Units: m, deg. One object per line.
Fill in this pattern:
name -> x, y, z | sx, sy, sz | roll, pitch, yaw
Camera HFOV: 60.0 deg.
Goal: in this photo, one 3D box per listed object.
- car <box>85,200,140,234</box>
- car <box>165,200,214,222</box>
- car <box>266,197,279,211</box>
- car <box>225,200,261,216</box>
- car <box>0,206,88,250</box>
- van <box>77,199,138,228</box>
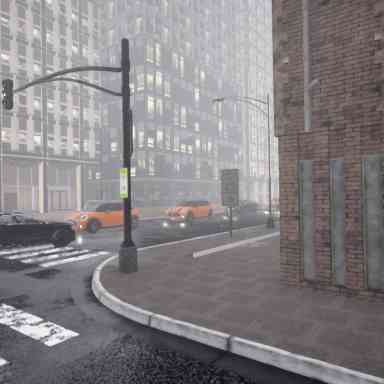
car -> -5.335, 1.416, 19.892 | 2.097, 1.767, 4.553 | -1, -1, 37
car -> -0.128, 1.432, 27.047 | 2.097, 1.767, 4.553 | -1, -1, 36
car -> 11.094, 1.471, 42.521 | 2.097, 1.767, 4.553 | -1, -1, 36
car -> 5.151, 1.590, 34.341 | 2.128, 1.511, 4.902 | -1, -1, 36
car -> -6.722, 1.485, 12.421 | 2.128, 1.511, 4.902 | -1, 0, 36
van -> -5.895, 1.460, 23.492 | 1.690, 1.788, 3.998 | -2, -1, 36
